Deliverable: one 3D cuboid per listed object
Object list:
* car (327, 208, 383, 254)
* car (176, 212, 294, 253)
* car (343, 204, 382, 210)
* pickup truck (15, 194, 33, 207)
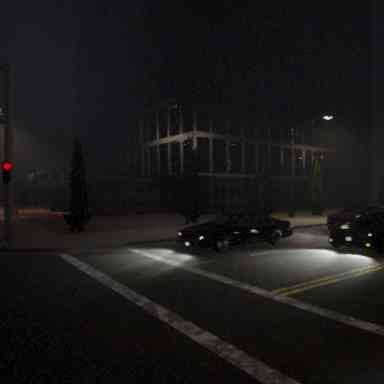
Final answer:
[{"bbox_3d":[7.484,1.570,13.598,4.181,1.385,1.994,0,0,-35],"label":"car"},{"bbox_3d":[1.999,1.552,14.000,5.357,1.411,2.033,0,0,-35],"label":"car"},{"bbox_3d":[10.003,1.486,19.697,5.008,1.535,1.882,0,0,-35],"label":"car"},{"bbox_3d":[-22.925,1.064,45.250,2.390,2.098,6.274,0,0,-6],"label":"pickup truck"}]
